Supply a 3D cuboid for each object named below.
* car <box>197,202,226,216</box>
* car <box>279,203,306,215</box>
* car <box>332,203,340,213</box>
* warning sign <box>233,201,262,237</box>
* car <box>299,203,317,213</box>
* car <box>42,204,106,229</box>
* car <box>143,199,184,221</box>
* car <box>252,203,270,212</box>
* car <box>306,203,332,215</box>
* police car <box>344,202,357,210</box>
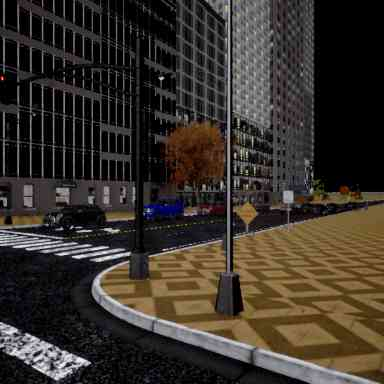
[{"bbox_3d":[2.540,2.011,41.164,2.097,1.767,4.553,0,-1,33],"label":"car"},{"bbox_3d":[13.820,2.402,46.406,2.033,1.411,5.357,0,-1,33],"label":"car"},{"bbox_3d":[23.089,2.574,54.707,1.837,1.490,4.892,0,-1,33],"label":"car"},{"bbox_3d":[3.102,1.454,18.567,1.300,1.860,1.060,1,1,33],"label":"warning sign"},{"bbox_3d":[19.135,2.533,54.745,1.837,1.490,4.892,0,-1,33],"label":"car"},{"bbox_3d":[-8.455,1.648,24.110,2.097,1.767,4.553,0,-1,33],"label":"car"},{"bbox_3d":[-2.917,1.700,32.704,2.150,2.045,5.566,0,-1,33],"label":"car"},{"bbox_3d":[10.963,2.493,54.062,2.033,1.411,5.357,0,-1,33],"label":"car"},{"bbox_3d":[17.691,2.398,46.317,1.837,1.490,4.892,0,-1,33],"label":"car"},{"bbox_3d":[31.505,2.738,65.842,1.930,1.638,5.238,0,-1,33],"label":"police car"}]
